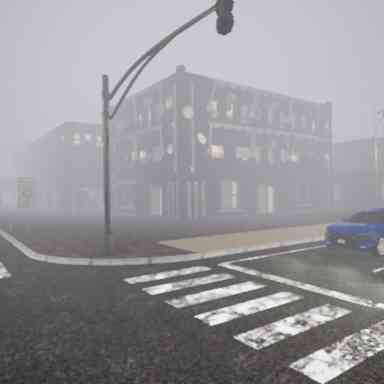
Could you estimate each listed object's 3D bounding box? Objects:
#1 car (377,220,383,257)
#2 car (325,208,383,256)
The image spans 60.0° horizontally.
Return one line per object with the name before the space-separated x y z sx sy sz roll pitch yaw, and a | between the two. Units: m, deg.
car | 7.432 1.468 8.991 5.357 1.411 2.033 -1 0 -36
car | 7.104 1.384 12.749 5.008 1.535 1.882 -1 0 -36
